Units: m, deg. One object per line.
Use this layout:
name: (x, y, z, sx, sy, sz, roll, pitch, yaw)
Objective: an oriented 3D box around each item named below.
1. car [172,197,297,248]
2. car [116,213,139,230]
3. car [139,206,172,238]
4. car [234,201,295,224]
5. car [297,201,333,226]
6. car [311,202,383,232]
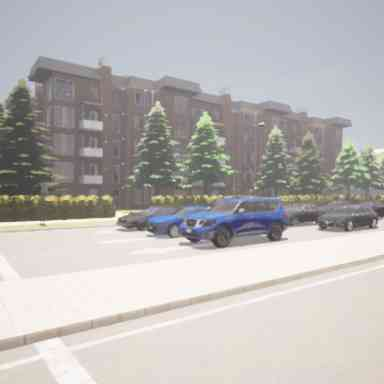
car: (2.108, 1.276, 15.402, 5.566, 2.045, 2.150, 0, 0, -36)
car: (-2.007, 1.605, 21.063, 5.357, 1.411, 2.033, 0, 0, -36)
car: (-0.051, 1.533, 18.158, 5.008, 1.535, 1.882, 0, 0, -36)
car: (5.884, 1.580, 26.760, 5.008, 1.535, 1.882, 0, 0, -36)
car: (7.573, 1.590, 23.666, 4.902, 1.511, 2.128, 0, 0, -36)
car: (9.954, 1.603, 21.068, 4.892, 1.490, 1.837, 0, 0, -36)
